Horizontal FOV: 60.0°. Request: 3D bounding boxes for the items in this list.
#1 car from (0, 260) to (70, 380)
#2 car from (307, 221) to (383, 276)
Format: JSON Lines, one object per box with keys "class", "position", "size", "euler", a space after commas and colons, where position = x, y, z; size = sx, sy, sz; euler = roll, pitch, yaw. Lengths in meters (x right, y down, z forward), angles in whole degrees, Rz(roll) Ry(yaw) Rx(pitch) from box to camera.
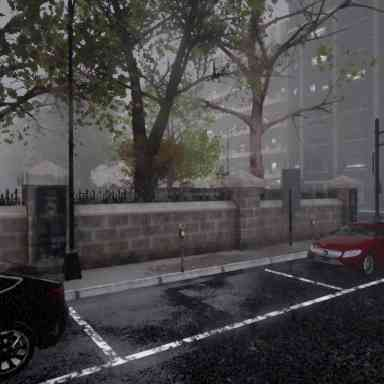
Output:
{"class": "car", "position": [-3.723, 1.566, 3.936], "size": [4.313, 1.339, 1.947], "euler": [0, 0, -35]}
{"class": "car", "position": [5.356, 1.581, 10.269], "size": [4.206, 1.307, 1.802], "euler": [0, 0, -35]}
